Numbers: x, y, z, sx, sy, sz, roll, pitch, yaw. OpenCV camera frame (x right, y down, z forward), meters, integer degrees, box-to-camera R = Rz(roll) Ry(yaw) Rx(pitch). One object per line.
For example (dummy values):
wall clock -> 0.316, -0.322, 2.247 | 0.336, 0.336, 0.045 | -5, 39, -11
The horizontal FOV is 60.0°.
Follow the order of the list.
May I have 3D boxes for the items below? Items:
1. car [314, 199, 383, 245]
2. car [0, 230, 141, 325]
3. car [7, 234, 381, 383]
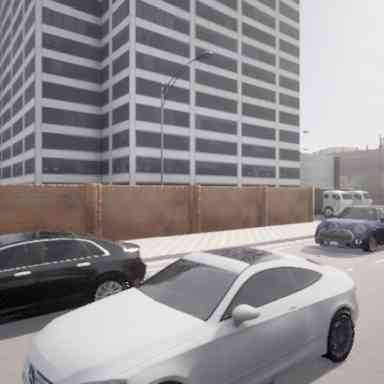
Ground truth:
car -> 7.148, 1.350, 13.921 | 4.553, 1.767, 2.097 | 0, 0, -37
car -> -3.175, 1.505, 5.994 | 4.892, 1.490, 1.837 | 0, 0, -38
car -> 0.417, 1.526, 4.324 | 4.674, 1.442, 1.812 | 0, 0, -38
